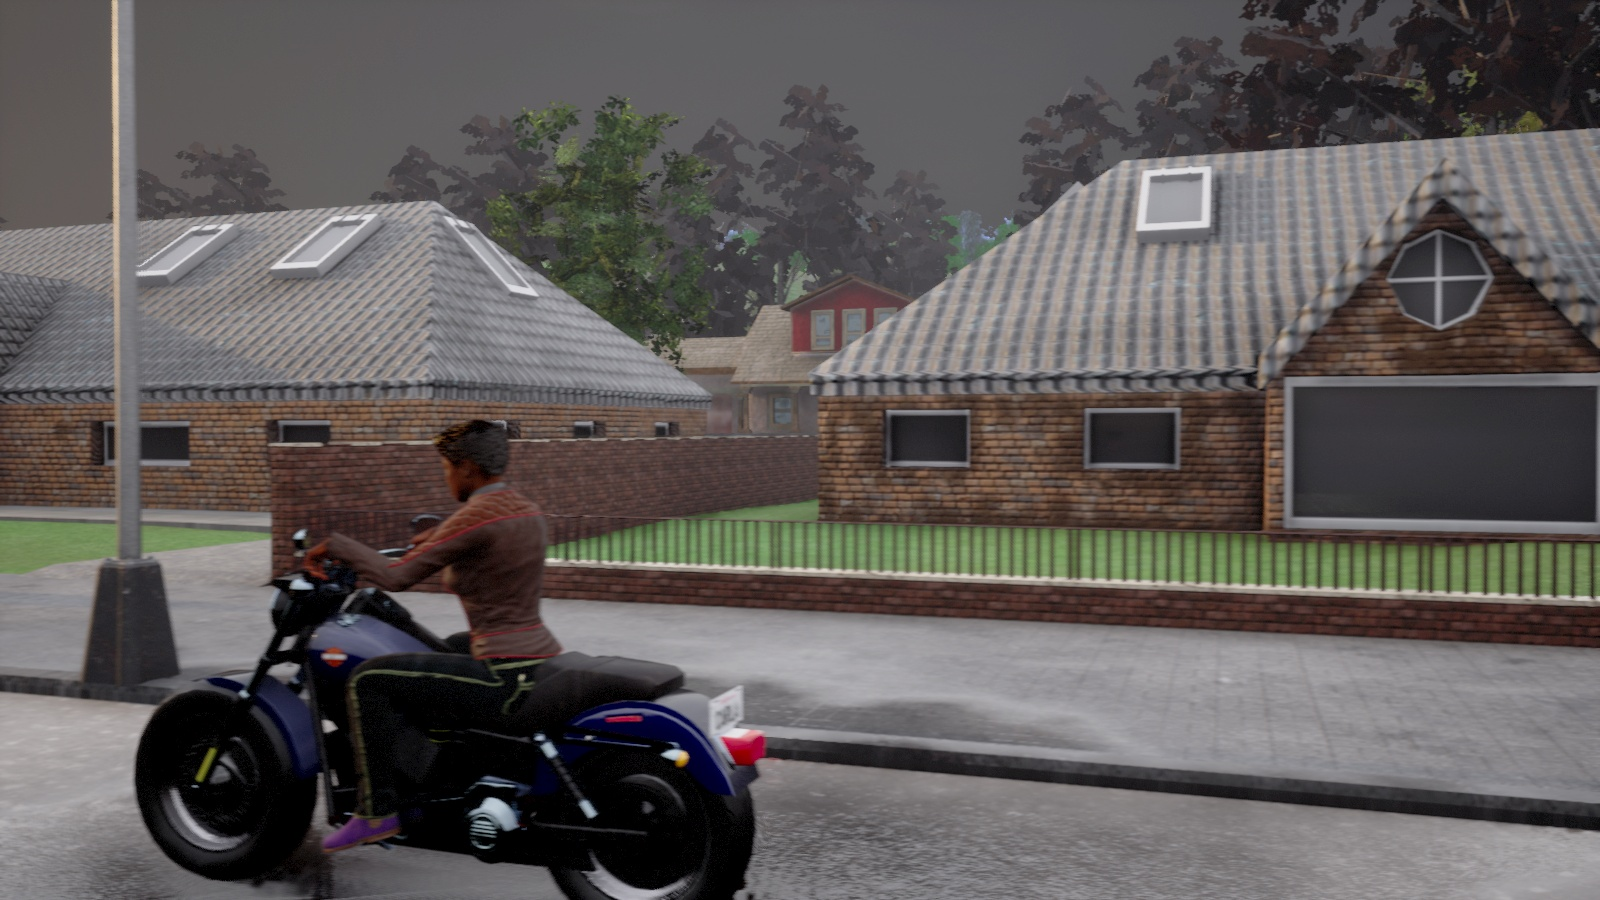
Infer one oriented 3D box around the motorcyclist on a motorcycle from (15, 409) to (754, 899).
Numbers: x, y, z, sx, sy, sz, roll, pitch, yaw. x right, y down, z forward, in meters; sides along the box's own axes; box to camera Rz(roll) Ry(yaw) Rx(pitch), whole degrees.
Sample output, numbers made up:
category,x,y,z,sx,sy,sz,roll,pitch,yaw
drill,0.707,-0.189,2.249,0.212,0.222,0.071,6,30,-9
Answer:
category,x,y,z,sx,sy,sz,roll,pitch,yaw
motorcyclist on a motorcycle,-1.390,0.699,4.194,2.350,1.649,0.766,0,1,19
